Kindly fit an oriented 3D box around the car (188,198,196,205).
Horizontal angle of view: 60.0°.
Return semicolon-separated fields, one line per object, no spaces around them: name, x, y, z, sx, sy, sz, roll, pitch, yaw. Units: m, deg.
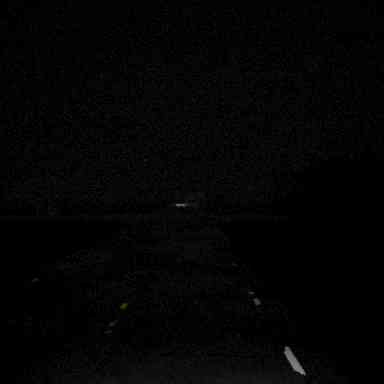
car;-0.050;2.314;80.692;2.128;1.511;4.902;0;-1;0

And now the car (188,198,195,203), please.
car;-0.056;2.328;90.729;1.812;1.442;4.674;0;-1;0

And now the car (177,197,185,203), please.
car;-2.803;2.014;85.718;1.994;1.385;4.181;0;-1;0
